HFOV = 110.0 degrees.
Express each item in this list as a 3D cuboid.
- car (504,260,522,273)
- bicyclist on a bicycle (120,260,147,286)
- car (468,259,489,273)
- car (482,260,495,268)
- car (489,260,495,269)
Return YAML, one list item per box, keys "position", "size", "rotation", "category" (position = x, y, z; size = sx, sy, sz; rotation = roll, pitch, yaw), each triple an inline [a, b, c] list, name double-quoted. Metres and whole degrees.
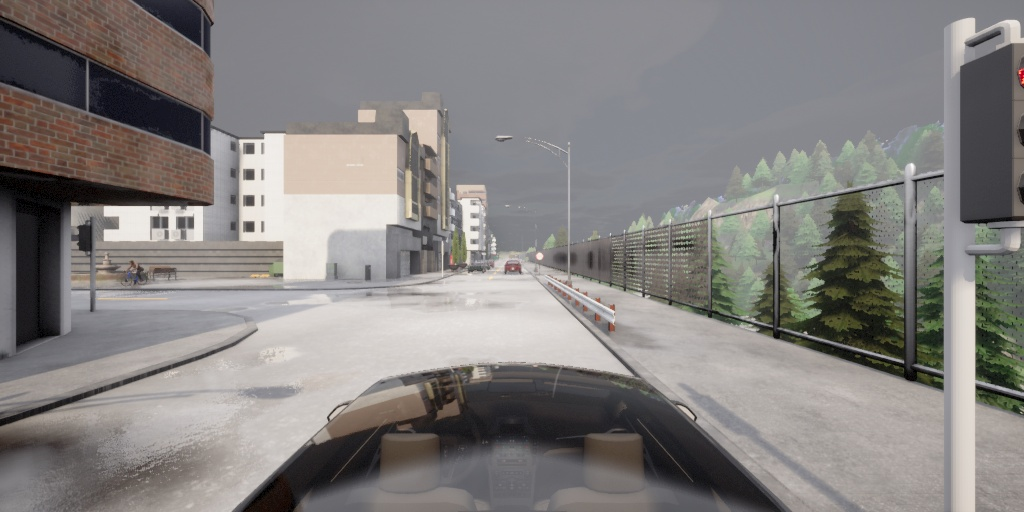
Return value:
- position: [0.107, 1.227, 42.796]
  size: [1.882, 1.535, 5.008]
  rotation: [0, 0, 0]
  category: "car"
- position: [-24.281, 1.099, 23.054]
  size: [0.582, 1.620, 1.656]
  rotation: [0, 0, 0]
  category: "bicyclist on a bicycle"
- position: [-4.093, 1.351, 42.403]
  size: [1.895, 1.301, 4.718]
  rotation: [0, 0, 0]
  category: "car"
- position: [-4.051, 1.351, 61.888]
  size: [1.895, 1.301, 4.718]
  rotation: [0, 0, 0]
  category: "car"
- position: [-4.087, 1.241, 51.752]
  size: [2.128, 1.511, 4.902]
  rotation: [0, 0, 0]
  category: "car"
